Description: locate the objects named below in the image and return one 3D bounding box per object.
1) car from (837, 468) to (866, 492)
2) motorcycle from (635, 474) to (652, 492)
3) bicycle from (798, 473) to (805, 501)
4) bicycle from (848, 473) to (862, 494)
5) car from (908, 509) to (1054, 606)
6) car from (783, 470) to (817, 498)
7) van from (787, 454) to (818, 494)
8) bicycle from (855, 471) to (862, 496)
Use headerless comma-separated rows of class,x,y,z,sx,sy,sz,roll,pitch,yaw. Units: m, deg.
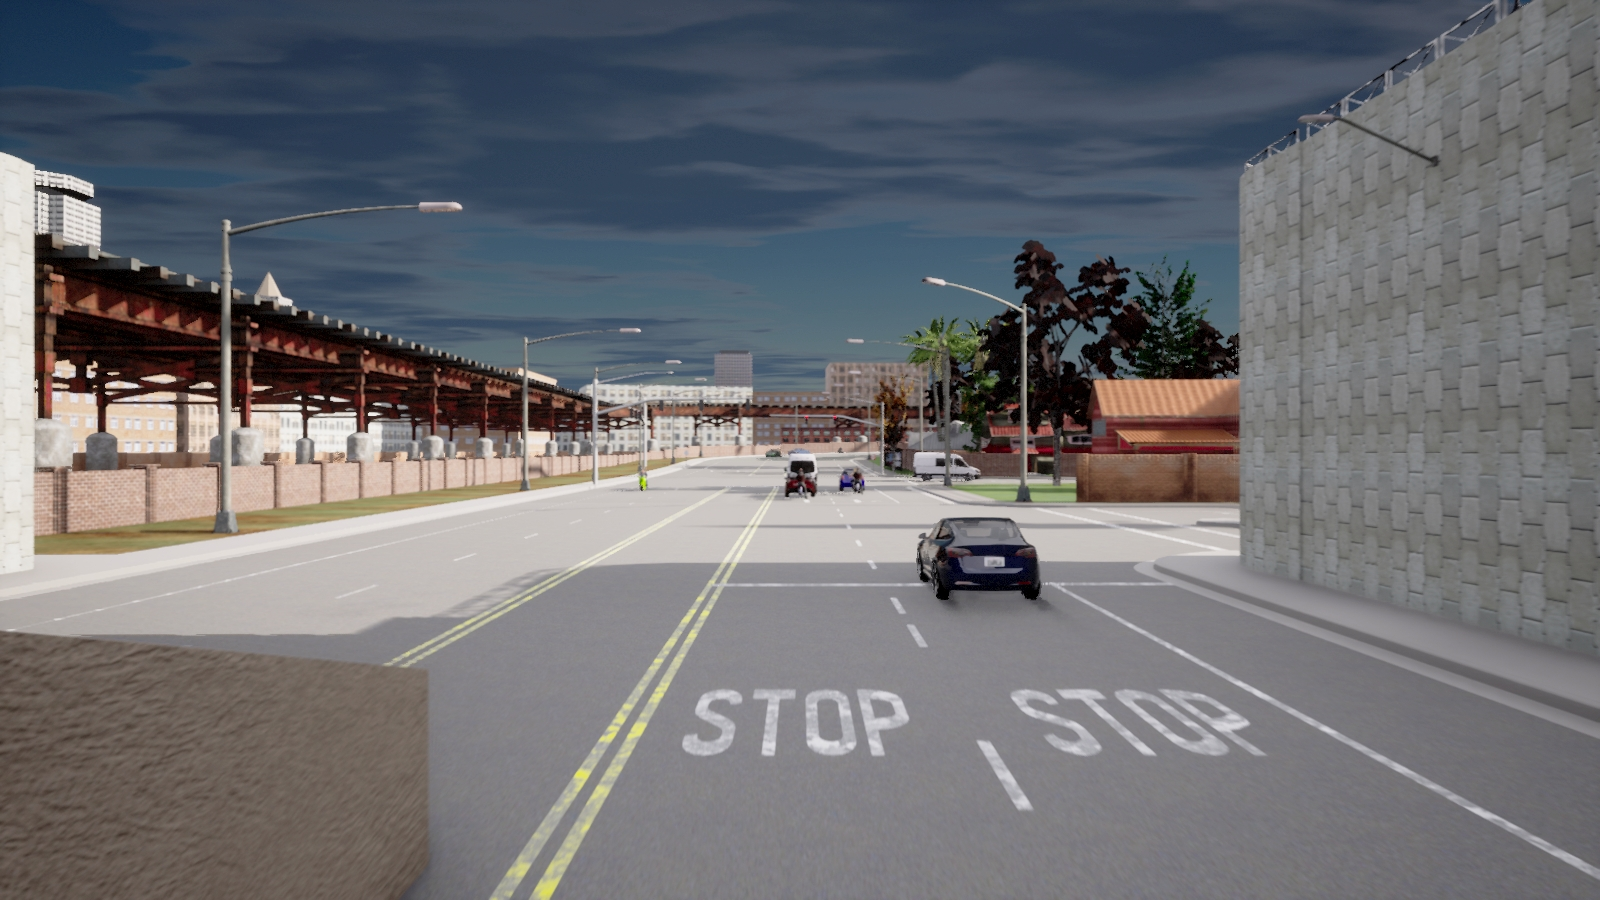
car,3.516,2.036,78.234,1.845,1.501,3.633,0,0,0
motorcycle,-10.451,2.211,76.337,0.803,1.145,2.033,0,0,0
bicycle,0.091,2.044,63.728,0.329,1.496,1.835,-1,0,0
bicycle,3.545,2.144,73.638,0.859,1.301,1.487,0,0,0
car,3.481,2.062,22.928,2.163,1.488,4.792,0,0,0
car,0.006,2.038,68.934,2.007,1.525,4.514,0,0,0
van,0.116,1.533,75.914,1.988,2.561,5.915,0,0,-1
bicycle,3.553,2.046,70.010,0.329,1.496,1.835,0,0,0
